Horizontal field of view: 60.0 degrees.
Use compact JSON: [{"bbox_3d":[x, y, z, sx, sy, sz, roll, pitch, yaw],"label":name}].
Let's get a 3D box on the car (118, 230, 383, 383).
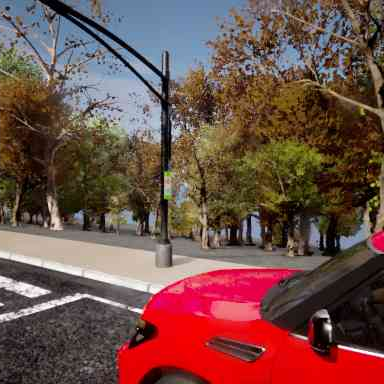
[{"bbox_3d":[2.005,1.222,2.283,5.566,2.045,2.150,0,0,34],"label":"car"}]
